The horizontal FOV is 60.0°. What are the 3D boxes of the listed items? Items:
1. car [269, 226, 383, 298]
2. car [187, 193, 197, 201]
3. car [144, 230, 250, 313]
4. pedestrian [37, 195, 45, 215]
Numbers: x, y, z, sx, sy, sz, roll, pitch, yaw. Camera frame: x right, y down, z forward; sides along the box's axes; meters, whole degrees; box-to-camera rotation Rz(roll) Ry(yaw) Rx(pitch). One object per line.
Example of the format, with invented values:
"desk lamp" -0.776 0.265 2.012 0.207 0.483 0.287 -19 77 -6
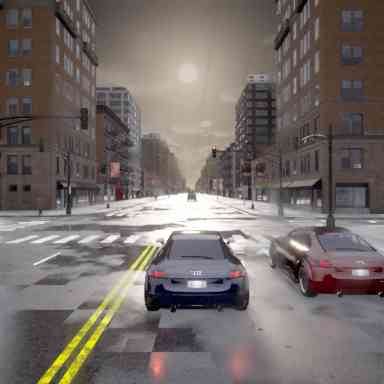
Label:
"car" 3.335 1.564 8.581 1.994 1.385 4.181 0 0 0
"car" -0.026 1.212 80.278 2.150 2.045 5.566 0 0 0
"car" 0.085 1.564 7.762 1.994 1.385 4.181 0 0 0
"pedestrian" -14.152 1.170 31.080 0.375 1.860 0.375 0 0 0
